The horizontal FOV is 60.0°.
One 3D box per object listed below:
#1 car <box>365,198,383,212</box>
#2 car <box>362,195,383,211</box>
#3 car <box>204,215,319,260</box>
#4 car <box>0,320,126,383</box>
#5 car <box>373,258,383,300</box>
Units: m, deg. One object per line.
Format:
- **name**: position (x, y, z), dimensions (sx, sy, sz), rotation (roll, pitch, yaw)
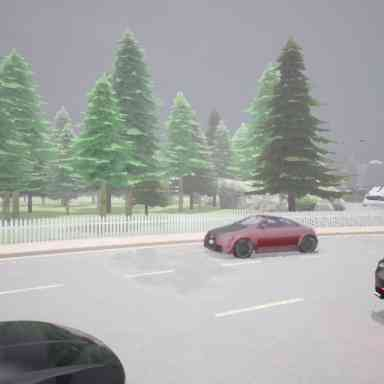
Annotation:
- **car**: position (23.018, 1.533, 39.804), dimensions (1.882, 1.535, 5.008), rotation (0, 0, -4)
- **car**: position (19.859, 1.280, 34.209), dimensions (2.150, 2.045, 5.566), rotation (0, 0, -3)
- **car**: position (2.563, 1.564, 12.375), dimensions (4.181, 1.385, 1.994), rotation (0, 0, -20)
- **car**: position (-2.740, 1.478, 1.608), dimensions (5.008, 1.535, 1.882), rotation (0, 0, -37)
- **car**: position (5.605, 1.492, 6.112), dimensions (4.902, 1.511, 2.128), rotation (0, 0, -24)
